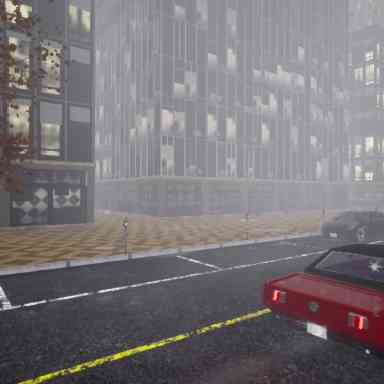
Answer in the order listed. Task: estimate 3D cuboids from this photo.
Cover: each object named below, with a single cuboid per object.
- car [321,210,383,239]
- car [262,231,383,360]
[{"bbox_3d":[8.140,1.563,16.226,4.313,1.339,1.947,0,0,-36],"label":"car"},{"bbox_3d":[3.510,1.600,5.817,4.718,1.301,1.895,0,0,-35],"label":"car"}]
